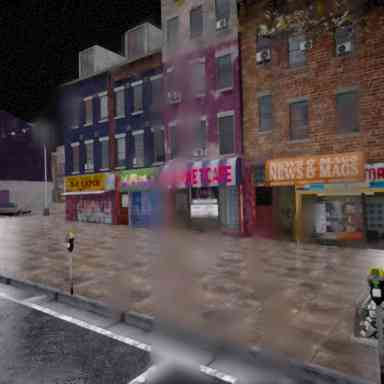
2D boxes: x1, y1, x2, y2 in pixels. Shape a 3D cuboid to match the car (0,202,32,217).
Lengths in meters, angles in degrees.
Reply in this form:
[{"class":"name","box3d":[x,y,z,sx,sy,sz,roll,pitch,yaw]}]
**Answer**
[{"class":"car","box3d":[-17.552,1.618,30.215,2.033,1.411,5.357,-2,-1,39]}]
